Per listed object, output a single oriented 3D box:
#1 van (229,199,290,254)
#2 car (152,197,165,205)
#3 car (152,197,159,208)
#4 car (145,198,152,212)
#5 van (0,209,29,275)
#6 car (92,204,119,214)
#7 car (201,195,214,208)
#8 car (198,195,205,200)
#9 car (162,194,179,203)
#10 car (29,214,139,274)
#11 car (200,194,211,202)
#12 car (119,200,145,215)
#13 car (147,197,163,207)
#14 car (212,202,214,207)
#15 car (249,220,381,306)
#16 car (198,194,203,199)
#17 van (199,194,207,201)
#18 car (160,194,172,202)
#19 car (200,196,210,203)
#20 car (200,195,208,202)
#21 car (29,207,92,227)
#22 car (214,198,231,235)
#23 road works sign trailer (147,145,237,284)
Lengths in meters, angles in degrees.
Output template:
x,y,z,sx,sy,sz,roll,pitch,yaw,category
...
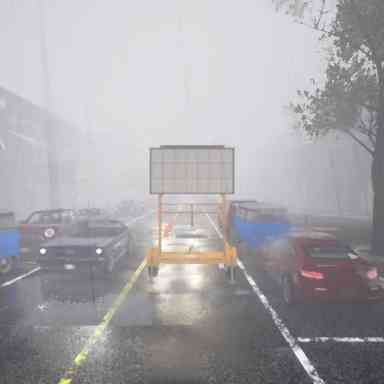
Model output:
x,y,z,sx,sy,sz,roll,pitch,yaw,category
2.674,1.338,13.306,1.690,1.788,3.998,-1,0,0,van
-5.736,1.564,57.684,1.802,1.307,4.206,-1,0,0,car
-5.728,1.568,46.587,1.802,1.307,4.206,-1,0,0,car
-5.720,1.534,35.491,1.887,1.381,4.507,-1,0,0,car
-5.702,1.339,7.749,1.690,1.788,3.998,-1,0,0,van
-5.708,1.540,18.846,1.887,1.381,4.507,-1,0,0,car
2.652,1.552,46.596,1.947,1.339,4.313,-1,0,0,car
2.619,1.494,91.153,1.752,1.417,4.829,-1,0,0,car
-3.041,1.057,52.328,2.097,1.767,4.553,0,0,0,car
-3.110,1.598,10.678,1.895,1.301,4.718,0,0,0,car
2.648,1.509,52.313,1.752,1.417,4.829,-1,0,0,car
-5.718,1.432,29.942,1.967,1.590,4.097,-1,0,0,car
-5.733,1.535,52.135,2.008,1.369,4.403,-1,0,0,car
2.668,1.575,24.402,1.802,1.307,4.206,-1,0,0,car
2.681,1.580,7.757,1.802,1.307,4.206,-1,0,0,car
2.641,1.297,57.693,2.192,1.841,5.009,-1,0,0,car
2.625,1.315,79.886,1.690,1.788,3.998,-1,0,0,van
-5.751,1.291,74.329,2.192,1.841,5.009,-1,0,0,car
2.636,1.560,68.789,1.802,1.307,4.206,-1,0,0,car
2.631,1.501,74.507,1.752,1.417,4.829,-1,0,0,car
-5.705,1.437,13.297,1.967,1.590,4.097,-1,0,0,car
2.670,1.310,18.854,2.192,1.841,5.009,-1,0,0,car
0.003,0.462,9.584,2.380,3.560,2.880,0,0,0,road works sign trailer
